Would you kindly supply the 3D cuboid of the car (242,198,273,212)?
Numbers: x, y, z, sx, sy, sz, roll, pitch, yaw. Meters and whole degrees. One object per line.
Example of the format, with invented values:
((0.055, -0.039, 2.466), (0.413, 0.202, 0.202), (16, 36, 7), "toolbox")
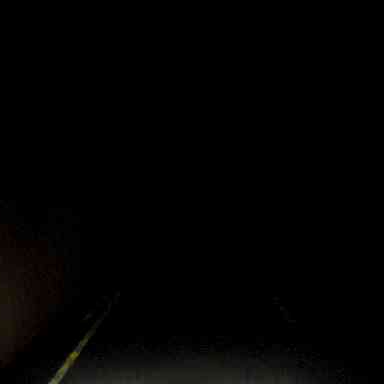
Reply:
((7.745, 1.633, 40.099), (1.812, 1.442, 4.674), (0, 0, 38), "car")

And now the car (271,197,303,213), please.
((11.398, 1.668, 39.031), (1.994, 1.385, 4.181), (0, 0, 40), "car")

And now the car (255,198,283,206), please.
((13.522, 1.756, 58.298), (4.718, 1.301, 1.895), (0, 0, -29), "car")

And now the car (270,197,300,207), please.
((15.477, 1.651, 55.326), (4.892, 1.490, 1.837), (0, 0, -28), "car")
